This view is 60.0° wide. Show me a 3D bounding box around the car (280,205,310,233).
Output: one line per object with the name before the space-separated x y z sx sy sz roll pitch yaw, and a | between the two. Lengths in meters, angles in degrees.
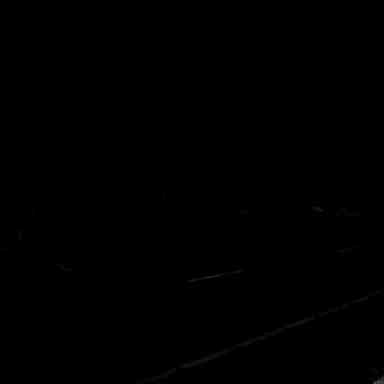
car | 4.109 1.614 19.795 2.163 1.488 4.792 0 0 -39

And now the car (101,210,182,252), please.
car | -2.374 1.555 14.579 2.163 1.488 4.792 0 0 -37

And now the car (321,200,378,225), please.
car | 10.504 1.622 24.916 1.946 1.575 5.366 0 0 -41

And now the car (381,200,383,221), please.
car | 14.454 1.684 28.673 2.002 1.452 4.674 0 0 -42

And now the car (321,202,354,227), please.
car | 8.314 1.654 23.276 2.002 1.452 4.674 0 0 -40

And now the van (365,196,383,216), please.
van | 20.442 1.428 34.113 1.878 1.987 4.442 0 0 -43

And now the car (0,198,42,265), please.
car | -6.750 1.251 11.305 2.435 2.045 5.566 0 0 -36

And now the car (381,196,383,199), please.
car | 18.351 1.404 32.329 2.435 2.045 5.566 0 0 -43

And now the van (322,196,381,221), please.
van | 12.356 1.411 26.950 1.878 1.987 4.442 0 0 -41

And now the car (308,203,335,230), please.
car | 6.248 1.629 21.489 2.163 1.488 4.792 0 0 -40

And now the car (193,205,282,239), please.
car | 2.008 1.567 18.047 2.231 1.521 4.892 1 0 -38
